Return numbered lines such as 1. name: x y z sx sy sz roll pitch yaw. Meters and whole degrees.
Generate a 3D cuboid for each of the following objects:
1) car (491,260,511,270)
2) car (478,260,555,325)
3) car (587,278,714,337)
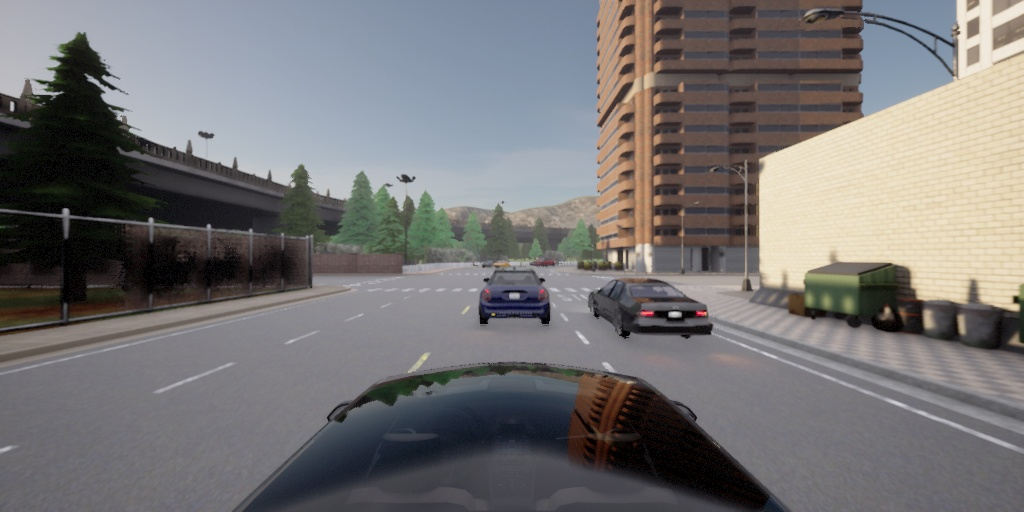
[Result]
1. car: -1.901 1.532 63.330 1.882 1.535 5.008 0 0 17
2. car: 0.079 1.154 12.221 2.097 1.767 4.553 0 0 0
3. car: 3.574 1.340 10.347 2.033 1.411 5.357 0 0 0
